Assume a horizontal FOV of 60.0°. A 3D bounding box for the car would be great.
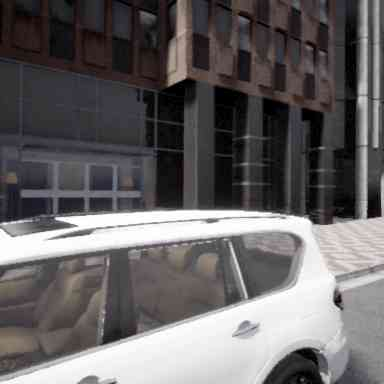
[{"bbox_3d":[-1.041,1.223,2.627,5.566,2.045,2.150,0,0,-35],"label":"car"}]
